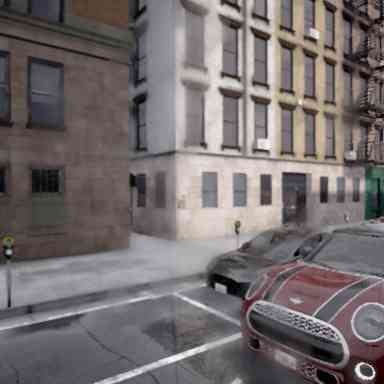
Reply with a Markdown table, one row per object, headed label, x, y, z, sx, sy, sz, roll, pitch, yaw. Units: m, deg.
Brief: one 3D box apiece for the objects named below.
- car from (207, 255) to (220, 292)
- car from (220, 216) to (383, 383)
| label | x | y | z | sx | sy | sz | roll | pitch | yaw |
| --- | --- | --- | --- | --- | --- | --- | --- | --- | --- |
| car | 2.344 | 1.536 | 7.889 | 4.313 | 1.339 | 1.947 | 0 | 0 | -36 |
| car | 2.896 | 1.325 | 5.154 | 4.553 | 1.767 | 2.097 | 0 | 0 | -36 |
